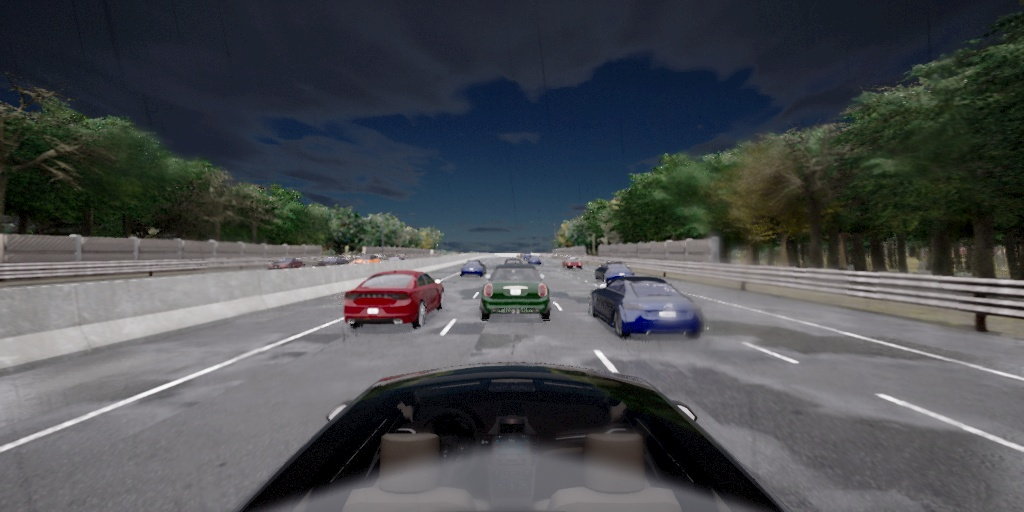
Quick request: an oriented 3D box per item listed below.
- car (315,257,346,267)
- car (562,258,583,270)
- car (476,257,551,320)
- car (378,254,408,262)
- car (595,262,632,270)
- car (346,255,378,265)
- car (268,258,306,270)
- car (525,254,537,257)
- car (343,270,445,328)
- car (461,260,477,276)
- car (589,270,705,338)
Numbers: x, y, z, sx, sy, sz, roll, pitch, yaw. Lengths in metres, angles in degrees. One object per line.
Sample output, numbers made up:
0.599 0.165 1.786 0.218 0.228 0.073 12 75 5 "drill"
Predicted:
-21.072 0.880 42.459 2.033 1.411 5.357 0 1 0 "car"
7.113 0.930 42.918 1.895 1.301 4.718 0 1 0 "car"
0.104 1.036 12.473 2.097 1.767 4.553 0 0 0 "car"
-14.077 0.849 43.149 1.812 1.442 4.674 0 1 0 "car"
7.088 1.122 25.106 1.994 1.385 4.181 0 1 0 "car"
-17.575 0.674 43.187 2.097 1.767 4.553 0 1 0 "car"
-24.575 0.938 39.327 1.994 1.385 4.181 0 1 0 "car"
3.516 0.661 57.993 1.994 1.385 4.181 0 1 0 "car"
-3.397 1.172 11.234 1.882 1.535 5.008 0 0 0 "car"
-3.391 1.035 32.087 1.994 1.385 4.181 0 1 0 "car"
3.503 1.270 10.061 1.994 1.385 4.181 0 0 0 "car"
